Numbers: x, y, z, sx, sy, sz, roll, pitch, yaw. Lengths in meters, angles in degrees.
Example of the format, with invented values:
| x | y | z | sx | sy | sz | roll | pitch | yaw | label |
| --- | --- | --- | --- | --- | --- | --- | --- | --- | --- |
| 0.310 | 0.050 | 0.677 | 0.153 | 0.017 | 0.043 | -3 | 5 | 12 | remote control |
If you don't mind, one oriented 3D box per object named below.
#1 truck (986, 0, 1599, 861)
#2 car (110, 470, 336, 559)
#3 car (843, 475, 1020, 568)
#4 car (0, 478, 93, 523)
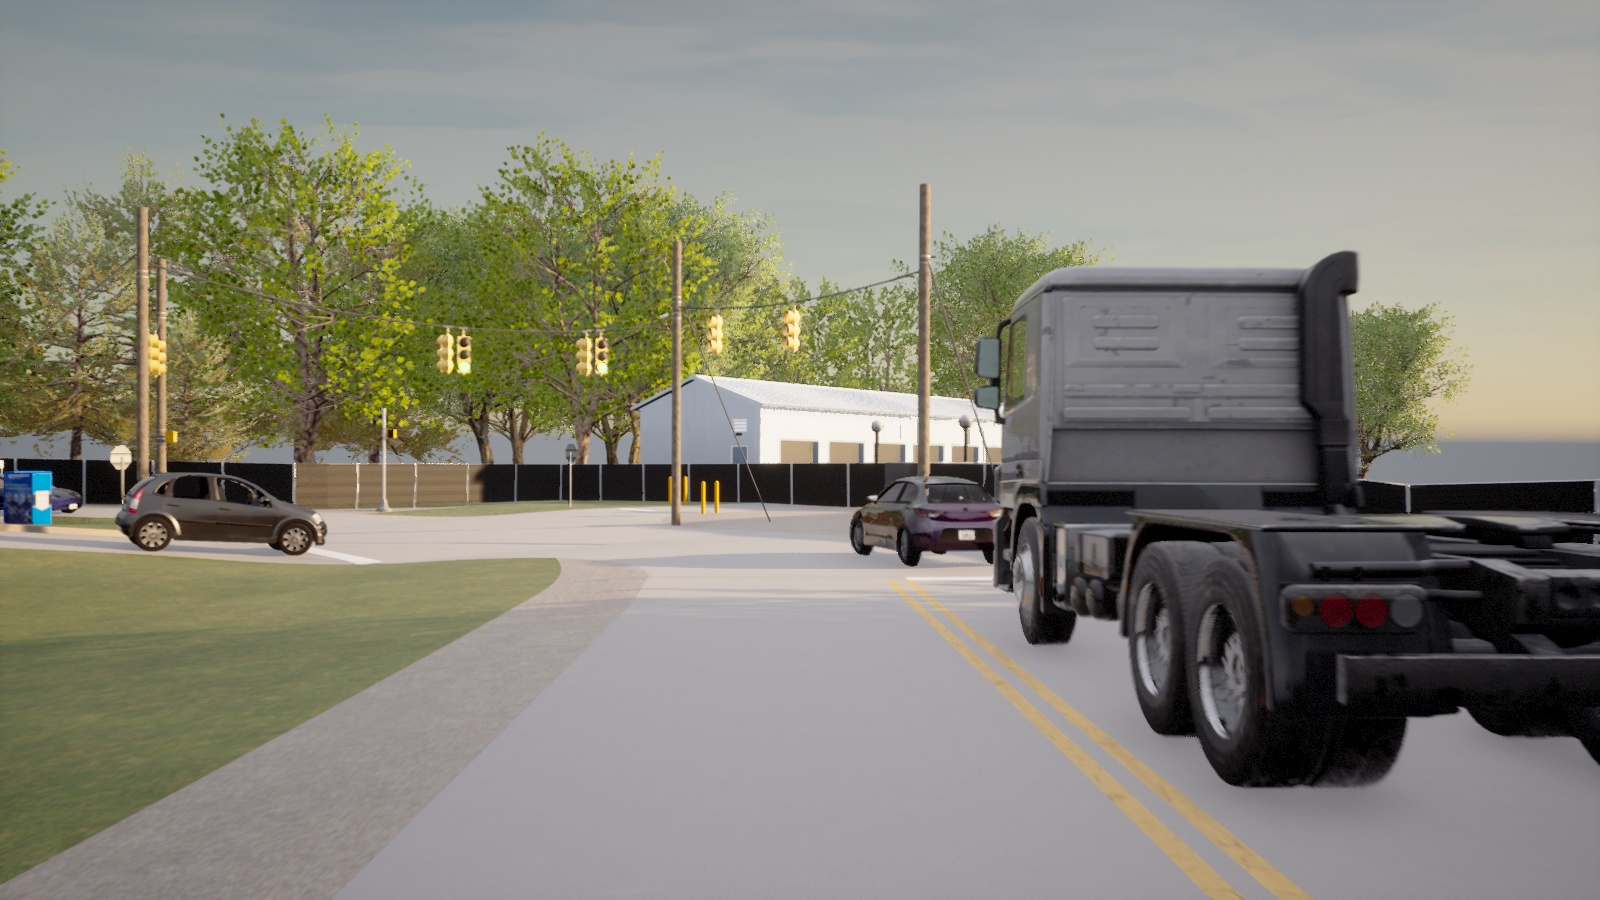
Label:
| x | y | z | sx | sy | sz | roll | pitch | yaw | label |
| --- | --- | --- | --- | --- | --- | --- | --- | --- | --- |
| 3.429 | -0.031 | 9.021 | 2.891 | 3.462 | 7.936 | 0 | -1 | -1 | truck |
| -12.093 | 1.364 | 26.368 | 3.988 | 1.617 | 1.851 | 5 | -2 | -33 | car |
| 2.199 | 1.189 | 22.301 | 1.816 | 1.474 | 4.193 | 0 | -1 | -14 | car |
| -29.082 | 1.846 | 46.402 | 4.792 | 1.488 | 2.163 | 1 | 1 | 6 | car |
